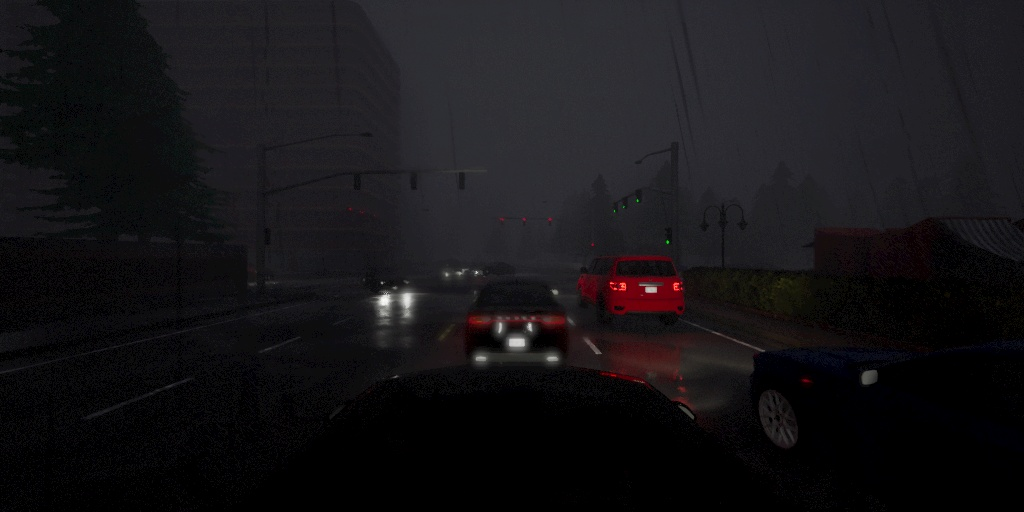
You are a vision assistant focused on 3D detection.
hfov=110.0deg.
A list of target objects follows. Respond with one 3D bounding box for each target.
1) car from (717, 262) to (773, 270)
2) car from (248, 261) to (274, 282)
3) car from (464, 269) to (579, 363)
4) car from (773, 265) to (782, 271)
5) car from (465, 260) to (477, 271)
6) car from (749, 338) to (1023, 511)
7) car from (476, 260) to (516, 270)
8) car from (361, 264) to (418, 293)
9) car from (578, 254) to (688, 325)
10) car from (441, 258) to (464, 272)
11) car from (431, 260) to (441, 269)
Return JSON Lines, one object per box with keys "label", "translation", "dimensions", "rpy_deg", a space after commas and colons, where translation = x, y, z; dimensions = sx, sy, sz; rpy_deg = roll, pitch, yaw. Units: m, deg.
{"label": "car", "translation": [19.521, 1.353, 31.837], "dimensions": [5.357, 1.411, 2.033], "rpy_deg": [0, 0, 1]}
{"label": "car", "translation": [-21.685, 1.157, 28.662], "dimensions": [4.553, 1.767, 2.097], "rpy_deg": [0, 0, 1]}
{"label": "car", "translation": [0.098, 1.228, 8.186], "dimensions": [1.882, 1.535, 5.008], "rpy_deg": [0, 0, 0]}
{"label": "car", "translation": [23.971, 1.331, 35.265], "dimensions": [4.674, 1.442, 1.812], "rpy_deg": [0, 0, 1]}
{"label": "car", "translation": [-4.872, 1.314, 50.482], "dimensions": [1.994, 1.385, 4.181], "rpy_deg": [0, 0, -18]}
{"label": "car", "translation": [3.599, 1.228, 2.023], "dimensions": [1.882, 1.535, 5.008], "rpy_deg": [0, 0, 0]}
{"label": "car", "translation": [-1.257, 1.306, 36.267], "dimensions": [1.812, 1.442, 4.674], "rpy_deg": [1, 1, 29]}
{"label": "car", "translation": [-7.563, 1.339, 21.153], "dimensions": [2.033, 1.411, 5.357], "rpy_deg": [1, -1, -33]}
{"label": "car", "translation": [3.642, 0.971, 12.000], "dimensions": [2.150, 2.045, 5.566], "rpy_deg": [0, 0, 1]}
{"label": "car", "translation": [-7.782, 1.102, 46.896], "dimensions": [2.097, 1.767, 4.553], "rpy_deg": [0, 0, -13]}
{"label": "car", "translation": [-10.559, 1.297, 55.952], "dimensions": [2.033, 1.411, 5.357], "rpy_deg": [0, 0, -26]}
